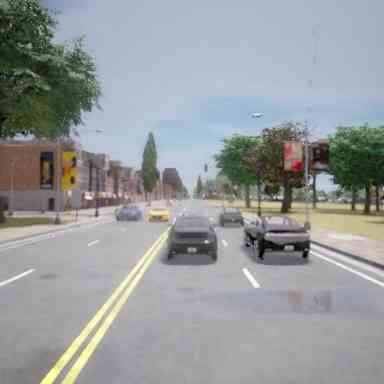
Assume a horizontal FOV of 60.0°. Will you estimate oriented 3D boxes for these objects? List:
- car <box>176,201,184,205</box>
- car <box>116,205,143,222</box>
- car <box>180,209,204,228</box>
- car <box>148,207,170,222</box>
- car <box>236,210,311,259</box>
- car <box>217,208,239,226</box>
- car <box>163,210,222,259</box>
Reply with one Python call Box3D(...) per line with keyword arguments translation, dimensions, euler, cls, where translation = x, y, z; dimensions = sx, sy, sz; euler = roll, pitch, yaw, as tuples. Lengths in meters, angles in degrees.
Box3D(translation=(-3.251, 3.203, 92.300), dimensions=(1.882, 1.535, 5.008), euler=(0, -1, 0), cls="car")
Box3D(translation=(-6.526, 2.128, 34.911), dimensions=(2.097, 1.767, 4.553), euler=(0, -1, 0), cls="car")
Box3D(translation=(0.015, 2.194, 28.323), dimensions=(1.895, 1.301, 4.718), euler=(0, -2, 0), cls="car")
Box3D(translation=(-3.281, 2.231, 34.061), dimensions=(1.882, 1.535, 5.008), euler=(0, -2, 1), cls="car")
Box3D(translation=(3.269, 1.705, 13.556), dimensions=(2.128, 1.511, 4.902), euler=(0, -1, 0), cls="car")
Box3D(translation=(3.269, 2.093, 28.574), dimensions=(2.128, 1.511, 4.902), euler=(0, -2, 0), cls="car")
Box3D(translation=(0.018, 1.719, 13.546), dimensions=(1.837, 1.490, 4.892), euler=(0, -1, 0), cls="car")
